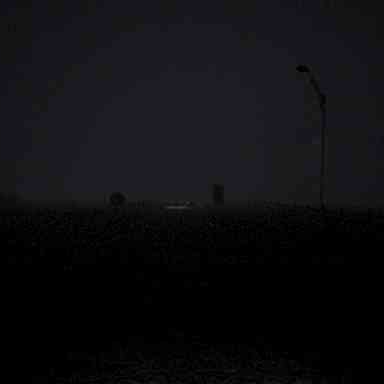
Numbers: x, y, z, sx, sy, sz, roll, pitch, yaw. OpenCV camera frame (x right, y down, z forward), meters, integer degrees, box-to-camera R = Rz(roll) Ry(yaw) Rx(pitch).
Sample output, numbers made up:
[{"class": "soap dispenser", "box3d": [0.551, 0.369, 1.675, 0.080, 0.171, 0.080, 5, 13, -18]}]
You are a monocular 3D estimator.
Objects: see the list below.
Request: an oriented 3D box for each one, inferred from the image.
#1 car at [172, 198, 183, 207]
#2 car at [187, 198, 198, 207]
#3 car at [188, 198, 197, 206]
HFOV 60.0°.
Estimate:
[{"class": "car", "box3d": [-2.670, 1.848, 61.074, 1.882, 1.535, 5.008, 0, 0, 0]}, {"class": "car", "box3d": [0.076, 1.870, 56.896, 1.812, 1.442, 4.674, 0, 0, 0]}, {"class": "car", "box3d": [0.089, 1.912, 66.902, 1.837, 1.490, 4.892, 0, 0, 0]}]
